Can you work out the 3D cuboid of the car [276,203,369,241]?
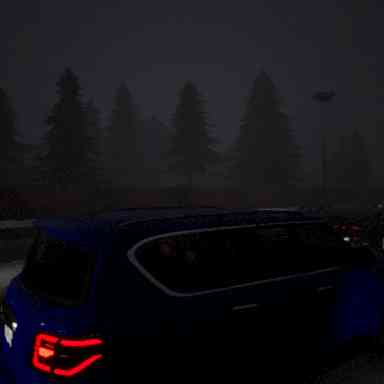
[{"bbox_3d":[6.851,1.423,17.228,4.902,1.511,2.128,0,0,-35],"label":"car"}]

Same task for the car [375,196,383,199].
[{"bbox_3d":[17.429,1.215,29.069,4.553,1.767,2.097,0,0,-35],"label":"car"}]

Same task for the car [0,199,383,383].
[{"bbox_3d":[0.703,1.209,4.256,5.566,2.045,2.150,0,0,-35],"label":"car"}]

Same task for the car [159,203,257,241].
[{"bbox_3d":[0.926,1.430,17.303,5.008,1.535,1.882,0,0,-35],"label":"car"}]
